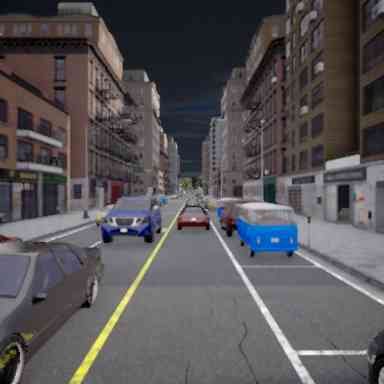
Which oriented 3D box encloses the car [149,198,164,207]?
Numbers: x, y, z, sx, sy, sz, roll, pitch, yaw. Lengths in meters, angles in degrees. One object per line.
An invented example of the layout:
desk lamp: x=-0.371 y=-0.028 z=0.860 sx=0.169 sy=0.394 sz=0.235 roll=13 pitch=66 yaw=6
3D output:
car: x=-5.395 y=1.547 z=50.468 sx=1.802 sy=1.307 sz=4.206 roll=0 pitch=0 yaw=0

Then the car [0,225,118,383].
car: x=-2.838 y=1.544 z=5.219 sx=2.033 sy=1.411 sz=5.357 roll=0 pitch=0 yaw=0

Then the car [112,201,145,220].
car: x=-5.400 y=1.531 z=28.843 sx=2.008 sy=1.369 sz=4.403 roll=0 pitch=0 yaw=0

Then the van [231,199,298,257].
van: x=2.689 y=1.333 z=12.626 sx=1.690 sy=1.788 sz=3.998 roll=0 pitch=0 yaw=0

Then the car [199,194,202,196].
car: x=2.641 y=1.483 z=61.452 sx=1.752 sy=1.417 sz=4.829 roll=0 pitch=0 yaw=0

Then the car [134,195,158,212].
car: x=-5.398 y=1.287 z=39.655 sx=2.192 sy=1.841 sz=5.009 roll=0 pitch=0 yaw=0

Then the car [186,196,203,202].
car: x=0.096 y=1.534 z=43.186 sx=1.994 sy=1.385 sz=4.181 roll=0 pitch=0 yaw=0

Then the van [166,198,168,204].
van: x=-5.395 y=1.302 z=55.874 sx=1.690 sy=1.788 sz=3.998 roll=0 pitch=0 yaw=0

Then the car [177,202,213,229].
car: x=0.098 y=1.549 z=21.348 sx=1.994 sy=1.385 sz=4.181 roll=0 pitch=0 yaw=0

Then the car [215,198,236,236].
car: x=2.683 y=1.303 z=18.033 sx=2.192 sy=1.841 sz=5.009 roll=0 pitch=0 yaw=0

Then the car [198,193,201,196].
car: x=2.636 y=1.505 z=66.688 sx=2.008 sy=1.369 sz=4.403 roll=0 pitch=0 yaw=0

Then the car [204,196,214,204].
car: x=2.662 y=1.498 z=39.827 sx=1.752 sy=1.417 sz=4.829 roll=0 pitch=0 yaw=0

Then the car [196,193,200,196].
car: x=2.632 y=1.488 z=93.564 sx=2.008 sy=1.369 sz=4.403 roll=0 pitch=0 yaw=0

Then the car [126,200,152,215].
car: x=-5.399 y=1.542 z=34.249 sx=1.947 sy=1.339 sz=4.313 roll=0 pitch=0 yaw=0

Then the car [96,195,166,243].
car: x=-2.751 y=1.210 z=16.425 sx=2.150 sy=2.045 sz=5.566 roll=0 pitch=0 yaw=1

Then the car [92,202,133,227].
car: x=-5.401 y=1.509 z=23.268 sx=1.752 sy=1.417 sz=4.829 roll=0 pitch=0 yaw=0

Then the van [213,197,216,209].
van: x=2.678 y=1.325 z=23.439 sx=1.690 sy=1.788 sz=3.998 roll=0 pitch=0 yaw=0

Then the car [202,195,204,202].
car: x=2.657 y=1.409 z=45.063 sx=1.967 sy=1.590 sz=4.097 roll=0 pitch=0 yaw=0

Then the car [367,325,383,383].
car: x=2.699 y=1.550 z=1.814 sx=2.008 sy=1.369 sz=4.403 roll=0 pitch=0 yaw=0
